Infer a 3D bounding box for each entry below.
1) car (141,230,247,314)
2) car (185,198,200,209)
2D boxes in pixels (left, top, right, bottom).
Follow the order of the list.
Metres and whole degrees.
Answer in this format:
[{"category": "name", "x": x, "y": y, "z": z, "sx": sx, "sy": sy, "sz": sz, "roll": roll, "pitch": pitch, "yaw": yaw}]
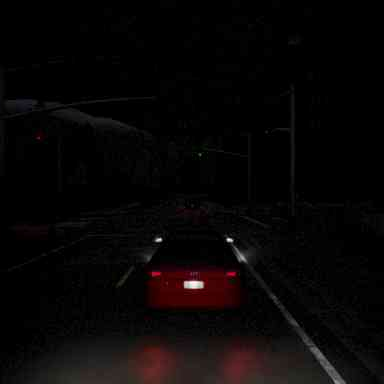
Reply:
[{"category": "car", "x": 0.052, "y": 1.564, "z": 7.729, "sx": 1.994, "sy": 1.385, "sz": 4.181, "roll": 0, "pitch": 0, "yaw": 1}, {"category": "car", "x": 0.062, "y": 1.525, "z": 45.175, "sx": 1.812, "sy": 1.442, "sz": 4.674, "roll": 0, "pitch": 0, "yaw": 0}]
